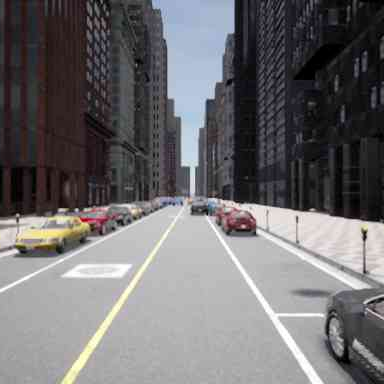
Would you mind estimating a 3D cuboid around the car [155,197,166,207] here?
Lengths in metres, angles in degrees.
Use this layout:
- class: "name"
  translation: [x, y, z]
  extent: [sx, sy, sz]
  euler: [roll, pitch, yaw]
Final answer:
- class: "car"
  translation: [-5.757, 1.970, 53.894]
  extent: [1.967, 1.590, 4.097]
  euler: [0, -1, 0]

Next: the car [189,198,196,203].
- class: "car"
  translation: [0.012, 2.286, 89.456]
  extent: [1.837, 1.490, 4.892]
  euler: [0, -1, 0]

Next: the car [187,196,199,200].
- class: "car"
  translation: [0.010, 1.976, 74.428]
  extent: [2.097, 1.767, 4.553]
  euler: [0, -1, 0]

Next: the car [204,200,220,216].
- class: "car"
  translation: [2.766, 1.908, 37.000]
  extent: [2.008, 1.369, 4.403]
  euler: [0, -1, 0]

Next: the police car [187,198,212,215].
- class: "police car"
  translation: [0.781, 1.798, 38.470]
  extent: [1.930, 1.638, 5.238]
  euler: [0, -1, -2]

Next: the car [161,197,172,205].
- class: "car"
  translation: [-5.755, 2.086, 76.440]
  extent: [2.192, 1.841, 5.009]
  euler: [0, -1, 0]

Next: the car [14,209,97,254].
- class: "car"
  translation: [-5.762, 1.662, 14.269]
  extent: [1.752, 1.417, 4.829]
  euler: [0, -1, 0]

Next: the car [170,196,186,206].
- class: "car"
  translation: [-2.991, 1.934, 70.982]
  extent: [2.150, 2.045, 5.566]
  euler: [0, -1, 0]

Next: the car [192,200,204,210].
- class: "car"
  translation: [0.907, 2.041, 54.385]
  extent: [1.837, 1.490, 4.892]
  euler: [0, -1, 0]

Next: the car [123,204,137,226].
- class: "car"
  translation: [-5.760, 1.812, 25.711]
  extent: [1.947, 1.339, 4.313]
  euler: [0, -1, 0]

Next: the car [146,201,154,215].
- class: "car"
  translation: [-5.759, 1.923, 36.983]
  extent: [1.947, 1.339, 4.313]
  euler: [0, -1, 0]

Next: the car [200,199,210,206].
- class: "car"
  translation: [2.770, 2.254, 70.816]
  extent: [1.887, 1.381, 4.507]
  euler: [0, -1, 0]

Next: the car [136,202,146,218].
- class: "car"
  translation: [-5.759, 1.825, 31.178]
  extent: [1.752, 1.417, 4.829]
  euler: [0, -1, 0]

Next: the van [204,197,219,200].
- class: "van"
  translation: [2.766, 1.755, 42.638]
  extent: [1.690, 1.788, 3.998]
  euler: [0, -1, 0]

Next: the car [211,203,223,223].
- class: "car"
  translation: [2.765, 1.791, 25.728]
  extent: [1.887, 1.381, 4.507]
  euler: [0, -1, 0]

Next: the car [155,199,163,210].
- class: "car"
  translation: [-5.758, 2.038, 48.257]
  extent: [1.947, 1.339, 4.313]
  euler: [0, -1, 0]

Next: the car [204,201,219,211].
- class: "car"
  translation: [2.767, 2.022, 48.272]
  extent: [2.008, 1.369, 4.403]
  euler: [0, -1, 0]

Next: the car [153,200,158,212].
- class: "car"
  translation: [-5.758, 1.996, 42.620]
  extent: [1.802, 1.307, 4.206]
  euler: [0, -1, 0]

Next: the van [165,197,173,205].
- class: "van"
  translation: [-5.754, 2.173, 82.075]
  extent: [1.690, 1.788, 3.998]
  euler: [0, -1, 0]

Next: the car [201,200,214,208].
- class: "car"
  translation: [2.769, 2.140, 59.544]
  extent: [2.008, 1.369, 4.403]
  euler: [0, -1, 0]

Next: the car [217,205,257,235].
- class: "car"
  translation: [2.764, 1.736, 20.092]
  extent: [1.887, 1.381, 4.507]
  euler: [0, -1, 0]

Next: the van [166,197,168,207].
- class: "van"
  translation: [-5.757, 1.931, 59.532]
  extent: [1.690, 1.788, 3.998]
  euler: [0, -1, 0]

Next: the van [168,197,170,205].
- class: "van"
  translation: [-5.756, 1.991, 65.168]
  extent: [1.690, 1.788, 3.998]
  euler: [0, -1, 0]

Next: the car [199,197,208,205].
- class: "car"
  translation: [2.771, 2.147, 82.090]
  extent: [2.192, 1.841, 5.009]
  euler: [0, -1, 0]

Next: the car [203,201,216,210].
- class: "car"
  translation: [2.768, 2.112, 53.908]
  extent: [1.802, 1.307, 4.206]
  euler: [0, -1, 0]

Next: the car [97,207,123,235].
- class: "car"
  translation: [-5.761, 1.737, 20.075]
  extent: [1.887, 1.381, 4.507]
  euler: [0, -1, 0]

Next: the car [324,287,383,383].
- class: "car"
  translation: [2.762, 1.582, 3.185]
  extent: [2.008, 1.369, 4.403]
  euler: [0, -1, 0]
